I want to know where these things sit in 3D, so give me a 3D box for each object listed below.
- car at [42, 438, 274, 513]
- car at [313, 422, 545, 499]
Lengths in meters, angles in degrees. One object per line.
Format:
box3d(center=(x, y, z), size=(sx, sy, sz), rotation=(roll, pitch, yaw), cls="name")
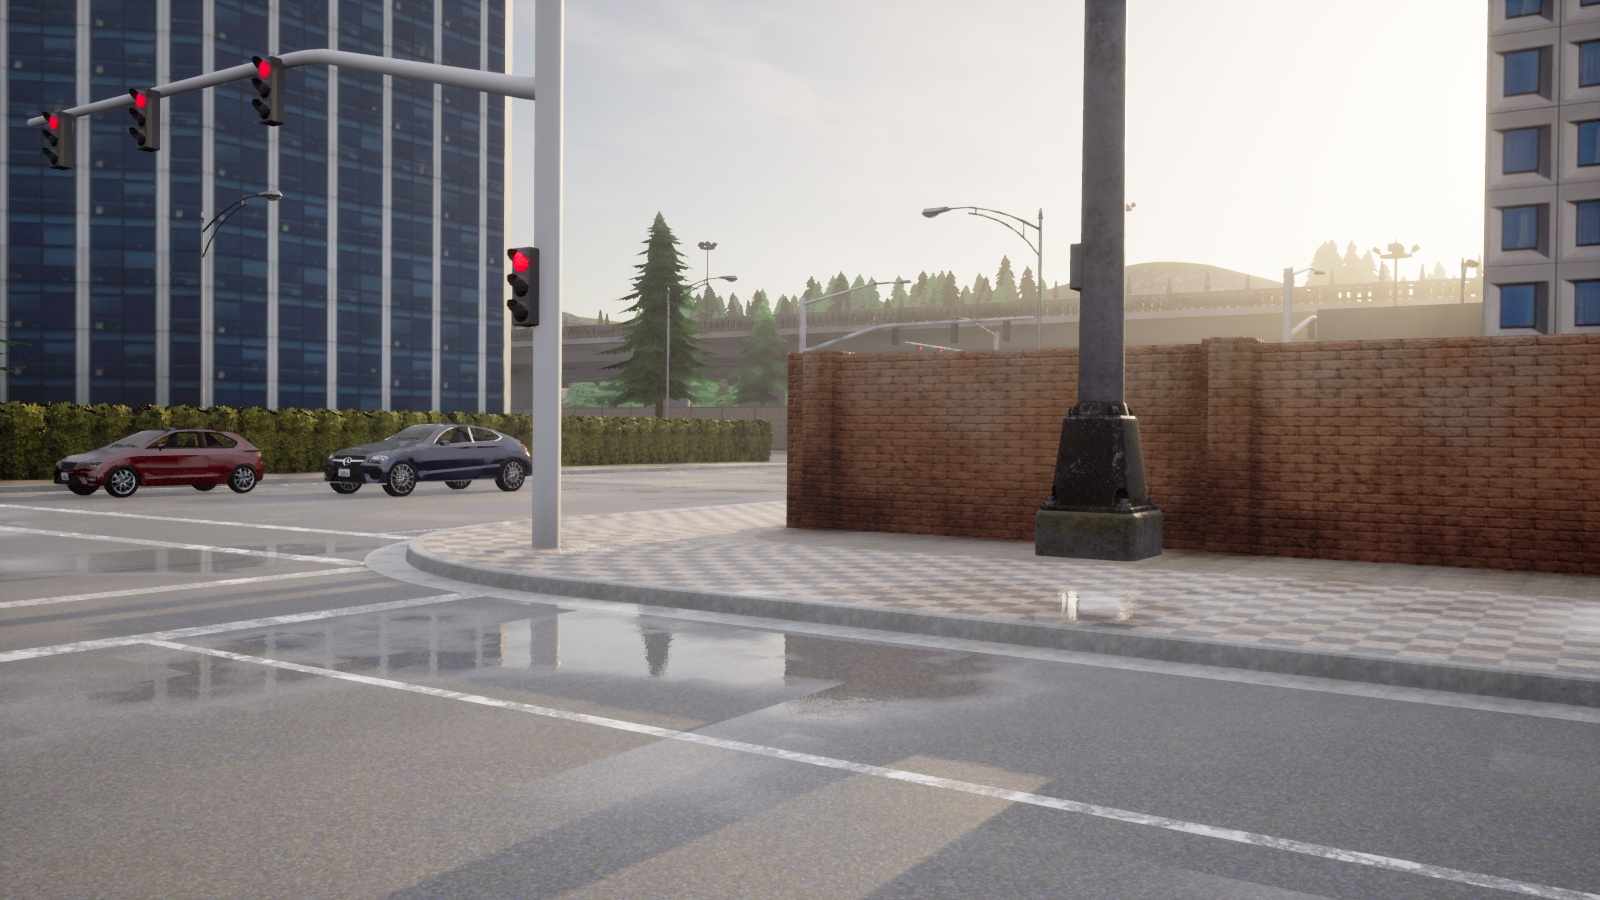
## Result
box3d(center=(-14.023, 0.494, 27.653), size=(1.816, 1.474, 4.193), rotation=(0, 1, 33), cls="car")
box3d(center=(-8.596, 0.184, 29.564), size=(2.152, 1.651, 5.027), rotation=(0, 1, 33), cls="car")
